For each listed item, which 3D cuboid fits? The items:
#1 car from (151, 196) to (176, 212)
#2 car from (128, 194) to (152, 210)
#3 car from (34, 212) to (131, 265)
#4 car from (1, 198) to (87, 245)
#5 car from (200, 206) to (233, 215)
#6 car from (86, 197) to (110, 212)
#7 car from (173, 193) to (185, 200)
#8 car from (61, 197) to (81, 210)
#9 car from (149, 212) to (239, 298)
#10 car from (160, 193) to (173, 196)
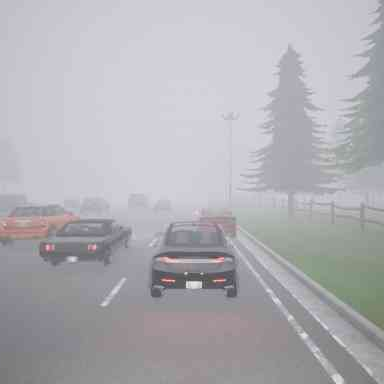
[{"bbox_3d":[-3.399,1.547,39.503,2.033,1.411,5.357,0,0,0],"label":"car"},{"bbox_3d":[-6.899,1.221,43.300,2.150,2.045,5.566,0,0,0],"label":"car"},{"bbox_3d":[-3.399,1.601,11.659,1.895,1.301,4.718,0,0,0],"label":"car"},{"bbox_3d":[-6.899,1.352,15.741,2.097,1.767,4.553,0,0,0],"label":"car"},{"bbox_3d":[1.225,1.478,17.871,1.882,1.535,5.008,0,0,0],"label":"car"},{"bbox_3d":[-10.399,1.352,36.014,2.097,1.767,4.553,0,0,0],"label":"car"},{"bbox_3d":[-3.499,1.500,92.780,1.837,1.490,4.892,0,0,0],"label":"car"},{"bbox_3d":[-16.273,1.491,45.078,2.128,1.511,4.902,0,0,-14],"label":"car"},{"bbox_3d":[0.052,1.492,8.529,2.128,1.511,4.902,0,0,0],"label":"car"},{"bbox_3d":[-6.999,1.478,91.426,1.882,1.535,5.008,0,0,0],"label":"car"}]
